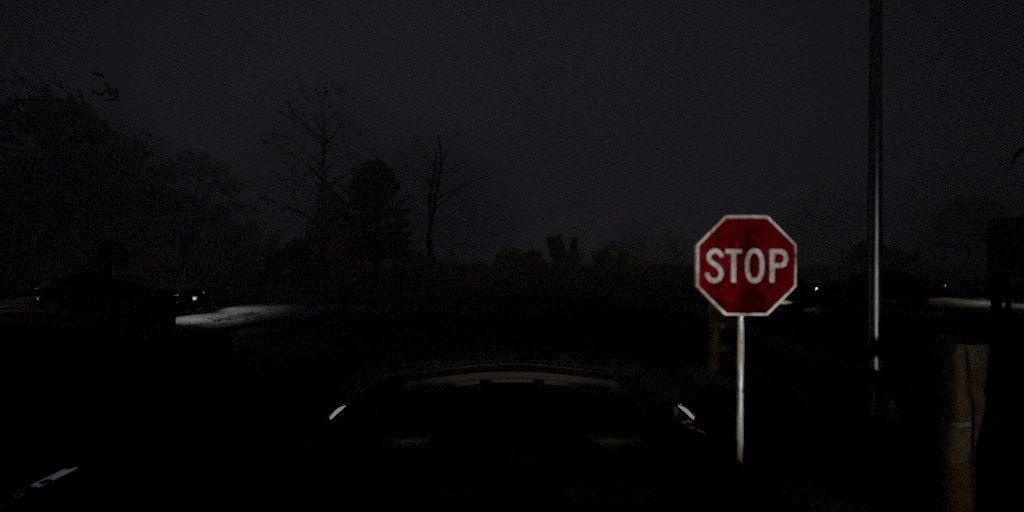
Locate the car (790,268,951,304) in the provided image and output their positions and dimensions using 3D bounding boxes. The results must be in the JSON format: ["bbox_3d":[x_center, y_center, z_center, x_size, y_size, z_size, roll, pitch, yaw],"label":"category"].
[{"bbox_3d":[14.615,1.192,14.870,5.357,1.411,2.033,0,0,1],"label":"car"}]

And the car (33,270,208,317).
[{"bbox_3d":[-13.364,1.216,12.392,4.892,1.490,1.837,0,0,1],"label":"car"}]

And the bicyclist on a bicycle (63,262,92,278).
[{"bbox_3d":[-22.367,1.148,18.518,0.582,1.620,1.656,0,1,1],"label":"bicyclist on a bicycle"}]
